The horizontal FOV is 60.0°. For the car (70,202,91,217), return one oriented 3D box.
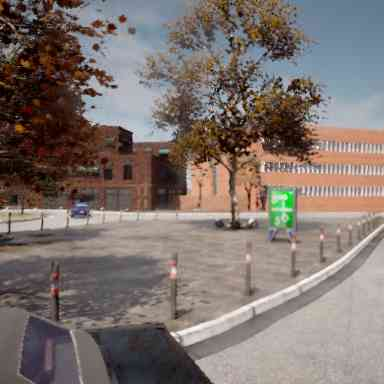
[{"bbox_3d":[-11.484,1.787,34.216,1.812,1.442,4.674,1,-1,-22],"label":"car"}]

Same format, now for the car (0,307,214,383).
[{"bbox_3d":[-2.101,1.605,1.974,4.718,1.301,1.895,1,0,-23],"label":"car"}]
